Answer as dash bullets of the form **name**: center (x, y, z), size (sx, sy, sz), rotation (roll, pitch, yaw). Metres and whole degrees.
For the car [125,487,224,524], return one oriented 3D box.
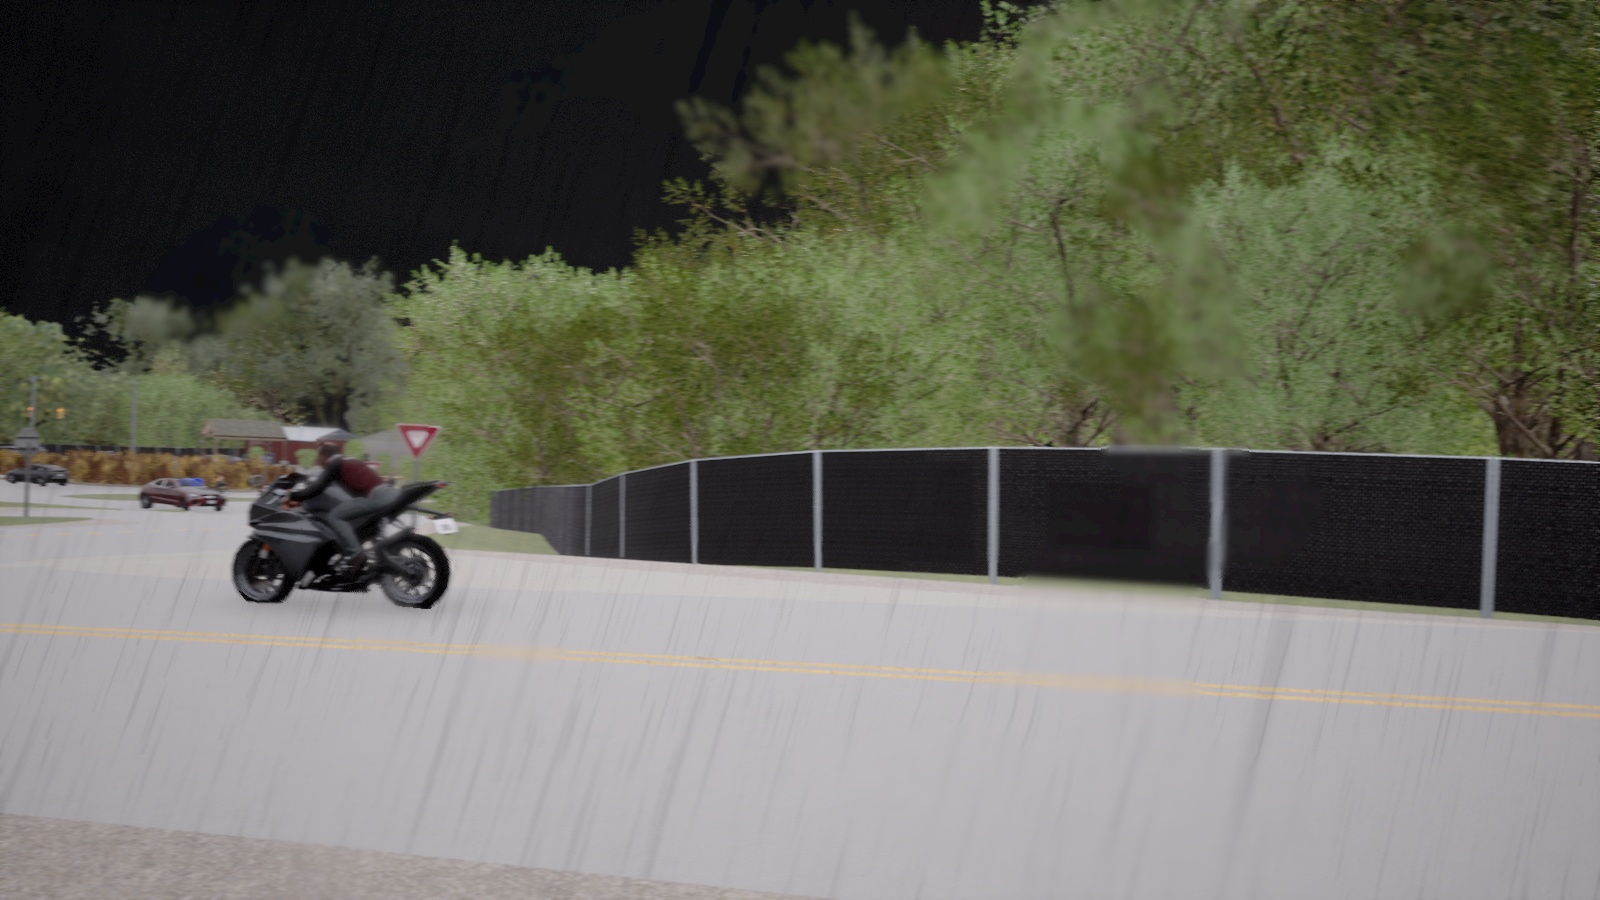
- **car**: center (-31.846, 2.786, 63.933), size (5.027, 1.651, 2.152), rotation (0, 0, 32)

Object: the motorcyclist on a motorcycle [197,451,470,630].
- **motorcyclist on a motorcycle**: center (-4.245, 0.800, 11.471), size (2.191, 1.530, 0.866), rotation (-1, 0, 13)

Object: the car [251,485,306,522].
- **car**: center (-27.891, 2.830, 67.250), size (2.152, 1.651, 5.027), rotation (1, 1, -16)
